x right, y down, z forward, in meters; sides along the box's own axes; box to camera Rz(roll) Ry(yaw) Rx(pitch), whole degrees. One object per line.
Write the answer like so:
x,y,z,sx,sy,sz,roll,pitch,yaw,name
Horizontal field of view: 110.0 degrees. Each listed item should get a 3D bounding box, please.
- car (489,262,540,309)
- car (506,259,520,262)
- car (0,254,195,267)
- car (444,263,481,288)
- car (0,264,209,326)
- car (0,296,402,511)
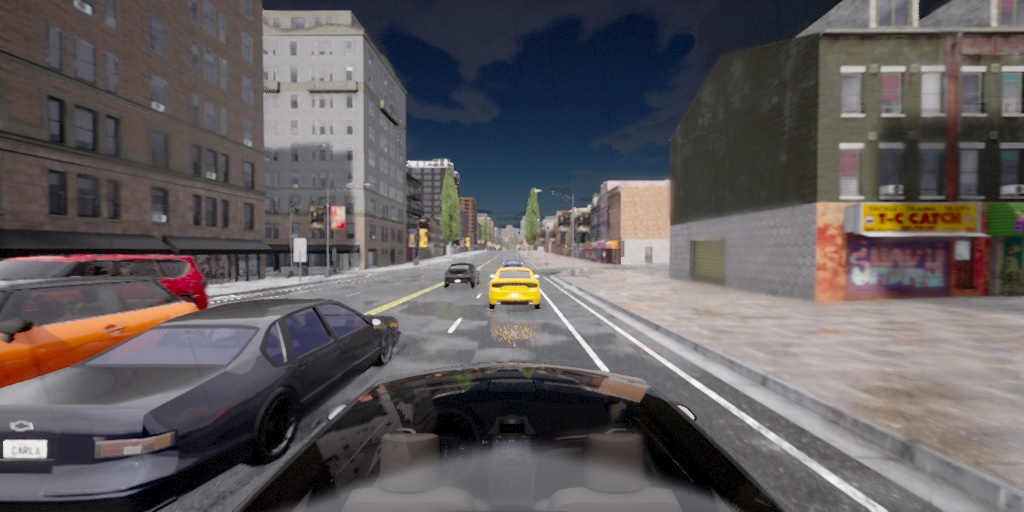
0.100,1.202,14.900,1.882,1.535,5.008,0,0,0,car
0.096,1.077,36.238,1.882,1.535,5.008,-1,2,0,car
-9.784,0.965,7.954,2.150,2.045,5.566,0,0,0,car
-3.147,1.197,23.204,1.837,1.490,4.892,0,0,0,car
-6.563,1.098,4.474,2.097,1.767,4.553,0,0,0,car
-3.152,1.294,4.835,2.033,1.411,5.357,0,0,0,car
